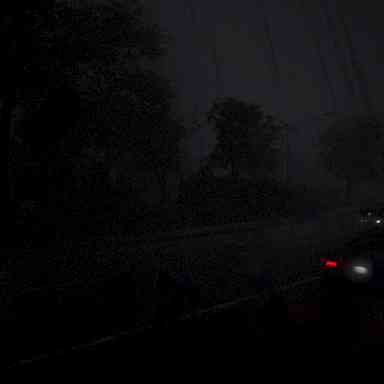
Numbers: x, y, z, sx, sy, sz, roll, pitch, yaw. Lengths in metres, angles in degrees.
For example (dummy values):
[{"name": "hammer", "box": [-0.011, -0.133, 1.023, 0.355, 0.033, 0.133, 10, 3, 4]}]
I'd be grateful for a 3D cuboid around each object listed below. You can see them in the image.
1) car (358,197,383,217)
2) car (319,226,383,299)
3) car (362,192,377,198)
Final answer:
[{"name": "car", "box": [16.821, 1.497, 30.618, 2.033, 1.411, 5.357, 0, 0, 37]}, {"name": "car", "box": [5.139, 1.537, 7.994, 5.357, 1.411, 2.033, 0, 0, -40]}, {"name": "car", "box": [35.155, 1.085, 65.874, 2.150, 2.045, 5.566, 0, 0, 18]}]
